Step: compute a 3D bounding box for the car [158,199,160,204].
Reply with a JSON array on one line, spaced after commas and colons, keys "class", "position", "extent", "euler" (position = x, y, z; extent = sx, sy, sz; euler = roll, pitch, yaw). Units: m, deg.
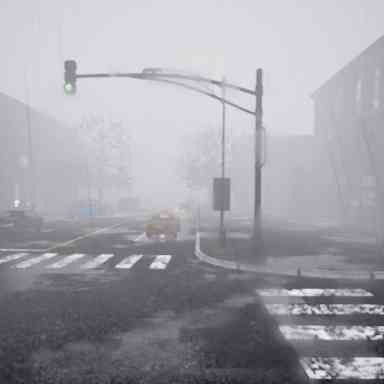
[{"class": "car", "position": [-8.725, 2.103, 74.233], "extent": [1.887, 1.381, 4.507], "euler": [0, 0, 1]}]

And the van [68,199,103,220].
[{"class": "van", "position": [-9.666, 1.522, 29.875], "extent": [1.690, 1.788, 3.998], "euler": [0, 0, 1]}]

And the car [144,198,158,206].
[{"class": "car", "position": [-8.843, 2.077, 68.688], "extent": [1.947, 1.339, 4.313], "euler": [0, 0, 1]}]

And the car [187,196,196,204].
[{"class": "car", "position": [-0.111, 2.065, 85.146], "extent": [2.192, 1.841, 5.009], "euler": [0, 0, 1]}]

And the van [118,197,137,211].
[{"class": "van", "position": [-9.313, 1.664, 46.510], "extent": [1.690, 1.788, 3.998], "euler": [0, 0, 1]}]

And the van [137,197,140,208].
[{"class": "van", "position": [-9.195, 1.711, 52.055], "extent": [1.690, 1.788, 3.998], "euler": [0, 0, 1]}]

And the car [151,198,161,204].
[{"class": "car", "position": [-8.608, 2.186, 79.777], "extent": [1.802, 1.307, 4.206], "euler": [0, 0, 1]}]

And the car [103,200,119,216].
[{"class": "car", "position": [-9.550, 1.773, 35.419], "extent": [1.887, 1.381, 4.507], "euler": [0, 0, 1]}]

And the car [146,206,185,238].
[{"class": "car", "position": [-1.521, 1.713, 18.776], "extent": [1.752, 1.417, 4.829], "euler": [0, 0, 1]}]

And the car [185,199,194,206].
[{"class": "car", "position": [-0.464, 2.155, 68.509], "extent": [1.887, 1.381, 4.507], "euler": [0, 0, 1]}]

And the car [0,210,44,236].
[{"class": "car", "position": [-9.903, 1.669, 18.784], "extent": [1.802, 1.307, 4.206], "euler": [0, 0, 1]}]

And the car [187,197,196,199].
[{"class": "car", "position": [-0.582, 2.129, 62.964], "extent": [1.947, 1.339, 4.313], "euler": [0, 0, 1]}]

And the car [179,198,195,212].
[{"class": "car", "position": [-0.936, 1.972, 46.330], "extent": [2.008, 1.369, 4.403], "euler": [0, 0, 1]}]

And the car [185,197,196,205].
[{"class": "car", "position": [-0.346, 1.972, 74.056], "extent": [2.192, 1.841, 5.009], "euler": [0, 0, 1]}]
